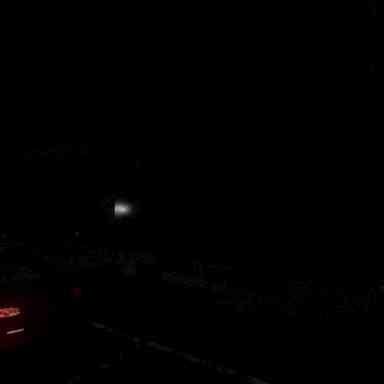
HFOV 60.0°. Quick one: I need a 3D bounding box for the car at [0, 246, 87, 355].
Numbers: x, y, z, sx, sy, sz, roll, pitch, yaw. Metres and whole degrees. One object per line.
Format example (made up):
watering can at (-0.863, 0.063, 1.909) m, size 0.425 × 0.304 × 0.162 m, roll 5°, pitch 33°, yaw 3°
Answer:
car at (-3.502, 1.581, 5.556) m, size 4.206 × 1.307 × 1.802 m, roll 0°, pitch 0°, yaw 35°
